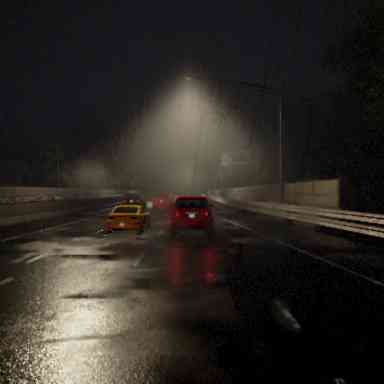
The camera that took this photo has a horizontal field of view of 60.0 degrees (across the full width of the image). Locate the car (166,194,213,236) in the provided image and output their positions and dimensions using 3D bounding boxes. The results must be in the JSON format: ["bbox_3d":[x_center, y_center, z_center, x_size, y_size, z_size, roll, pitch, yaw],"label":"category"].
[{"bbox_3d":[-0.009,1.222,18.423,2.150,2.045,5.566,0,0,0],"label":"car"}]

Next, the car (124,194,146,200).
[{"bbox_3d":[-7.017,1.222,41.092,2.150,2.045,5.566,0,0,0],"label":"car"}]

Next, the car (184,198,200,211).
[{"bbox_3d":[-0.017,1.526,41.303,1.812,1.442,4.674,0,0,0],"label":"car"}]

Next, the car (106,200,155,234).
[{"bbox_3d":[-3.510,1.478,19.129,1.882,1.535,5.008,0,0,0],"label":"car"}]

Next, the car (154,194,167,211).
[{"bbox_3d":[-3.519,1.222,41.214,2.150,2.045,5.566,0,0,0],"label":"car"}]
